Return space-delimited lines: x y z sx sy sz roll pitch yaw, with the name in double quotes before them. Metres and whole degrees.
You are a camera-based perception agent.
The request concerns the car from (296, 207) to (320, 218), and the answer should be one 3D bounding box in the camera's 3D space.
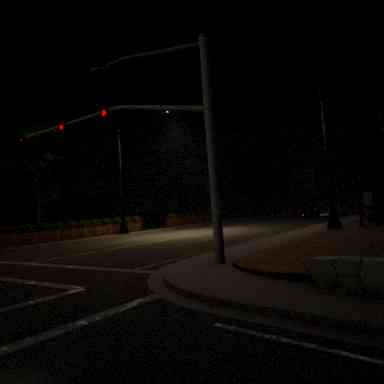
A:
"car" 15.485 2.674 44.232 1.895 1.301 4.718 -6 -4 37
